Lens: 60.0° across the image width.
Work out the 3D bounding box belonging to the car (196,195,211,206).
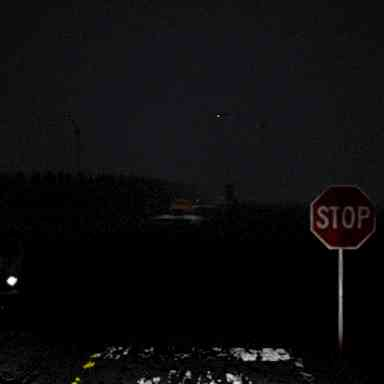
[{"bbox_3d":[2.028,1.365,57.249,2.097,1.767,4.553,0,-1,10],"label":"car"}]

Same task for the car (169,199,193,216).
[{"bbox_3d":[-1.059,1.530,33.596,1.882,1.535,5.008,0,1,6],"label":"car"}]

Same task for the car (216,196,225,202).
[{"bbox_3d":[7.059,1.618,81.983,1.812,1.442,4.674,0,0,13],"label":"car"}]

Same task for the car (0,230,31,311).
[{"bbox_3d":[-4.663,1.606,7.383,1.895,1.301,4.718,0,0,-25],"label":"car"}]
